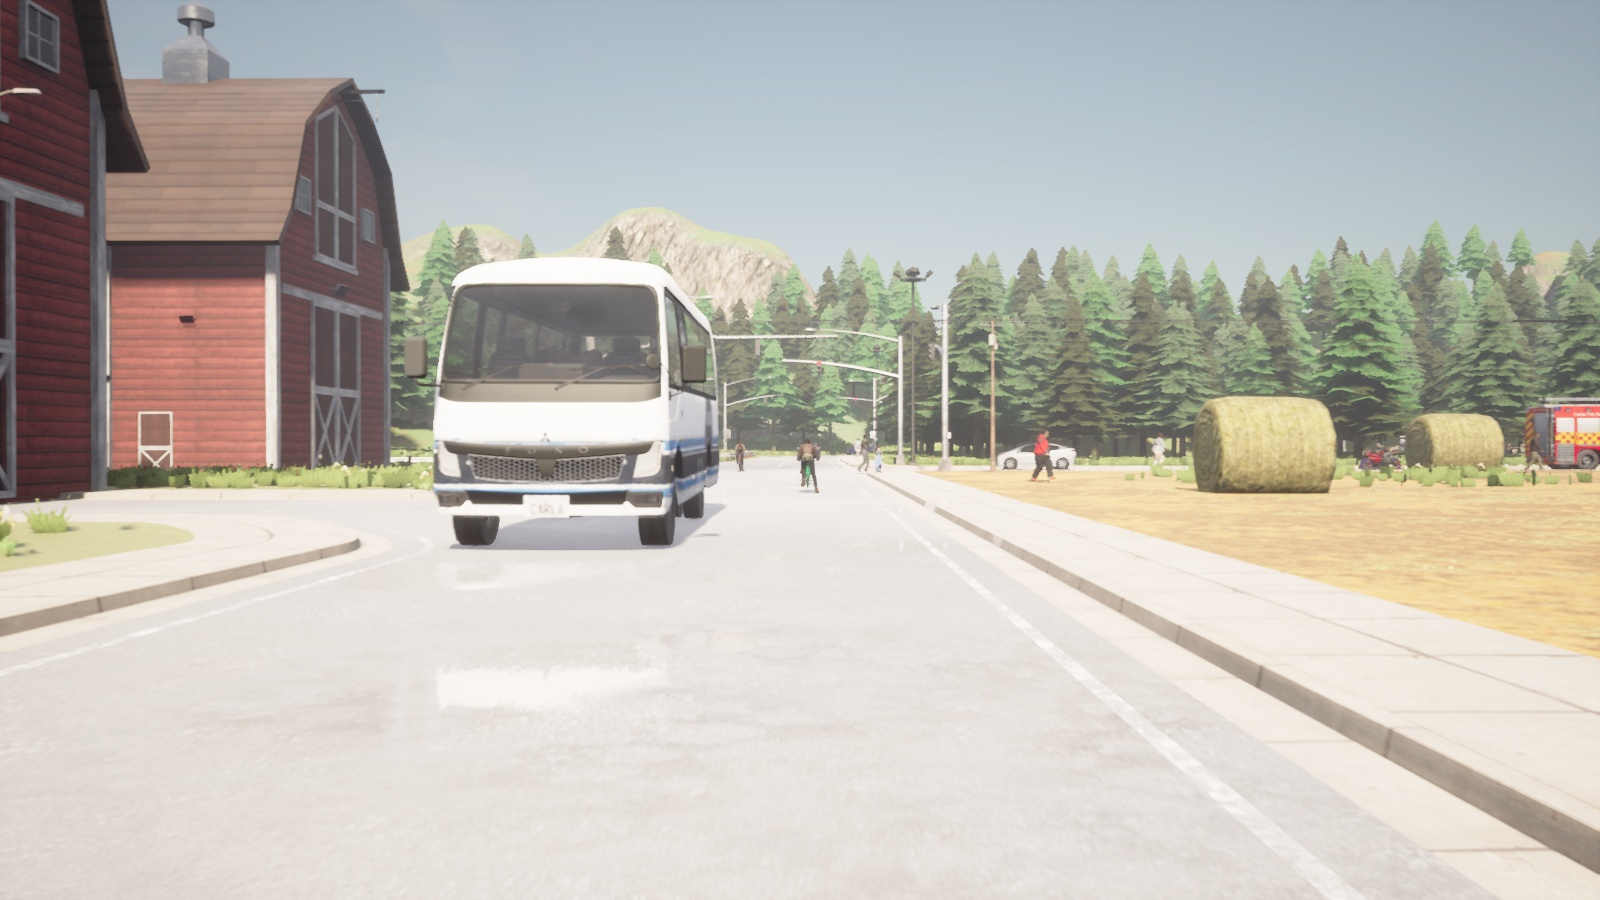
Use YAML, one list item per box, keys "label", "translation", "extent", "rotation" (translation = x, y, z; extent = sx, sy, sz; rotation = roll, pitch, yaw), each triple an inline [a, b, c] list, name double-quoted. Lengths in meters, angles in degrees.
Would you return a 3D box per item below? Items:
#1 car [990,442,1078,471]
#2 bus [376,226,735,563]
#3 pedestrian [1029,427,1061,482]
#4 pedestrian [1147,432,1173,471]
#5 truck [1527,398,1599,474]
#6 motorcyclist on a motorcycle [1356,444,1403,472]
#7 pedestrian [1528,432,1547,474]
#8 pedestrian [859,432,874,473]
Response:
- label: "car"
  translation: [12.830, 0.341, 69.113]
  extent: [4.514, 1.525, 2.007]
  rotation: [0, 0, 1]
- label: "bus"
  translation: [-3.360, -0.787, 21.035]
  extent: [3.944, 4.253, 10.273]
  rotation: [0, 1, 0]
- label: "pedestrian"
  translation: [8.316, 0.159, 42.561]
  extent: [0.899, 1.844, 0.634]
  rotation: [0, 0, 33]
- label: "pedestrian"
  translation: [17.314, 0.085, 60.398]
  extent: [0.900, 1.855, 0.874]
  rotation: [0, 0, -7]
- label: "truck"
  translation: [42.677, -0.724, 64.897]
  extent: [8.468, 3.827, 2.891]
  rotation: [0, 0, 1]
- label: "motorcyclist on a motorcycle"
  translation: [31.668, 0.447, 68.666]
  extent: [2.191, 1.530, 0.866]
  rotation: [0, 0, 1]
- label: "pedestrian"
  translation: [32.047, 0.121, 54.572]
  extent: [0.703, 1.840, 0.431]
  rotation: [0, 0, 27]
- label: "pedestrian"
  translation: [3.121, 0.103, 59.064]
  extent: [0.666, 1.930, 0.402]
  rotation: [0, 0, 6]
